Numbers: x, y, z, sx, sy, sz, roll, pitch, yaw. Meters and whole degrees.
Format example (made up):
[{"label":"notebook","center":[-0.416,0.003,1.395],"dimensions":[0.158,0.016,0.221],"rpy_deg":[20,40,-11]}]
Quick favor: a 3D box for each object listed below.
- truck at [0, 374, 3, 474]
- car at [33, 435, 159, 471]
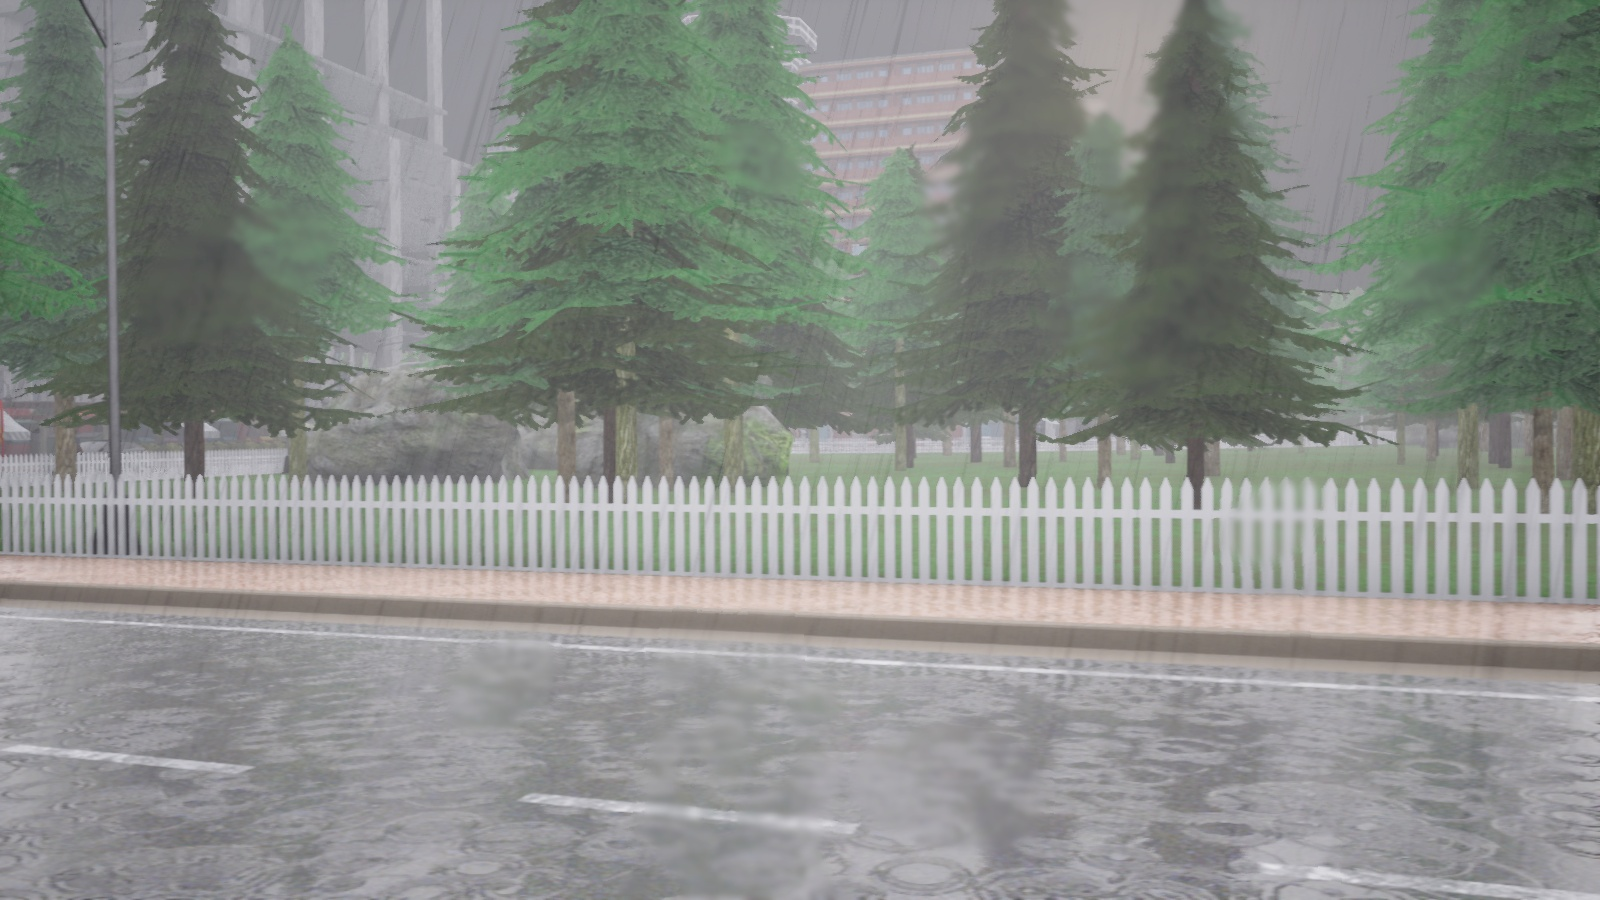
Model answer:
[{"label":"truck","center":[-33.293,-0.938,44.686],"dimensions":[2.891,3.827,8.468],"rpy_deg":[0,1,17]},{"label":"car","center":[-30.405,0.083,54.423],"dimensions":[2.163,1.488,4.792],"rpy_deg":[0,1,11]}]
